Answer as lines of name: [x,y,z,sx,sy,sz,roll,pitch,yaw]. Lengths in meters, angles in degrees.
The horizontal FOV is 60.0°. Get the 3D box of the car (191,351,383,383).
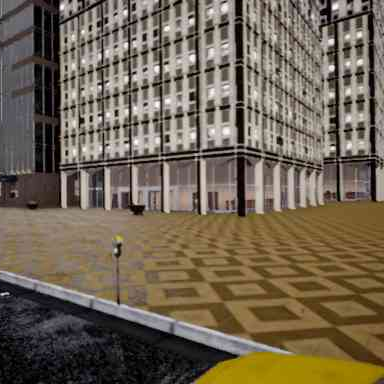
car: [1.926,1.526,1.514,4.829,1.417,1.752,0,-1,36]
